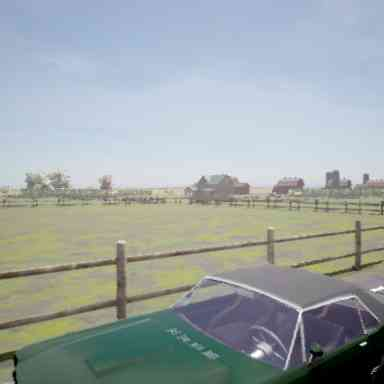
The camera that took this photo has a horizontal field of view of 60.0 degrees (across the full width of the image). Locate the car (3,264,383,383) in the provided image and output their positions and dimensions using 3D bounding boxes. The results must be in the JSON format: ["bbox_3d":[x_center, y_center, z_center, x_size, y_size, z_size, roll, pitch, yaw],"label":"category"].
[{"bbox_3d":[0.661,1.601,3.540,4.718,1.301,1.895,0,0,-35],"label":"car"}]
